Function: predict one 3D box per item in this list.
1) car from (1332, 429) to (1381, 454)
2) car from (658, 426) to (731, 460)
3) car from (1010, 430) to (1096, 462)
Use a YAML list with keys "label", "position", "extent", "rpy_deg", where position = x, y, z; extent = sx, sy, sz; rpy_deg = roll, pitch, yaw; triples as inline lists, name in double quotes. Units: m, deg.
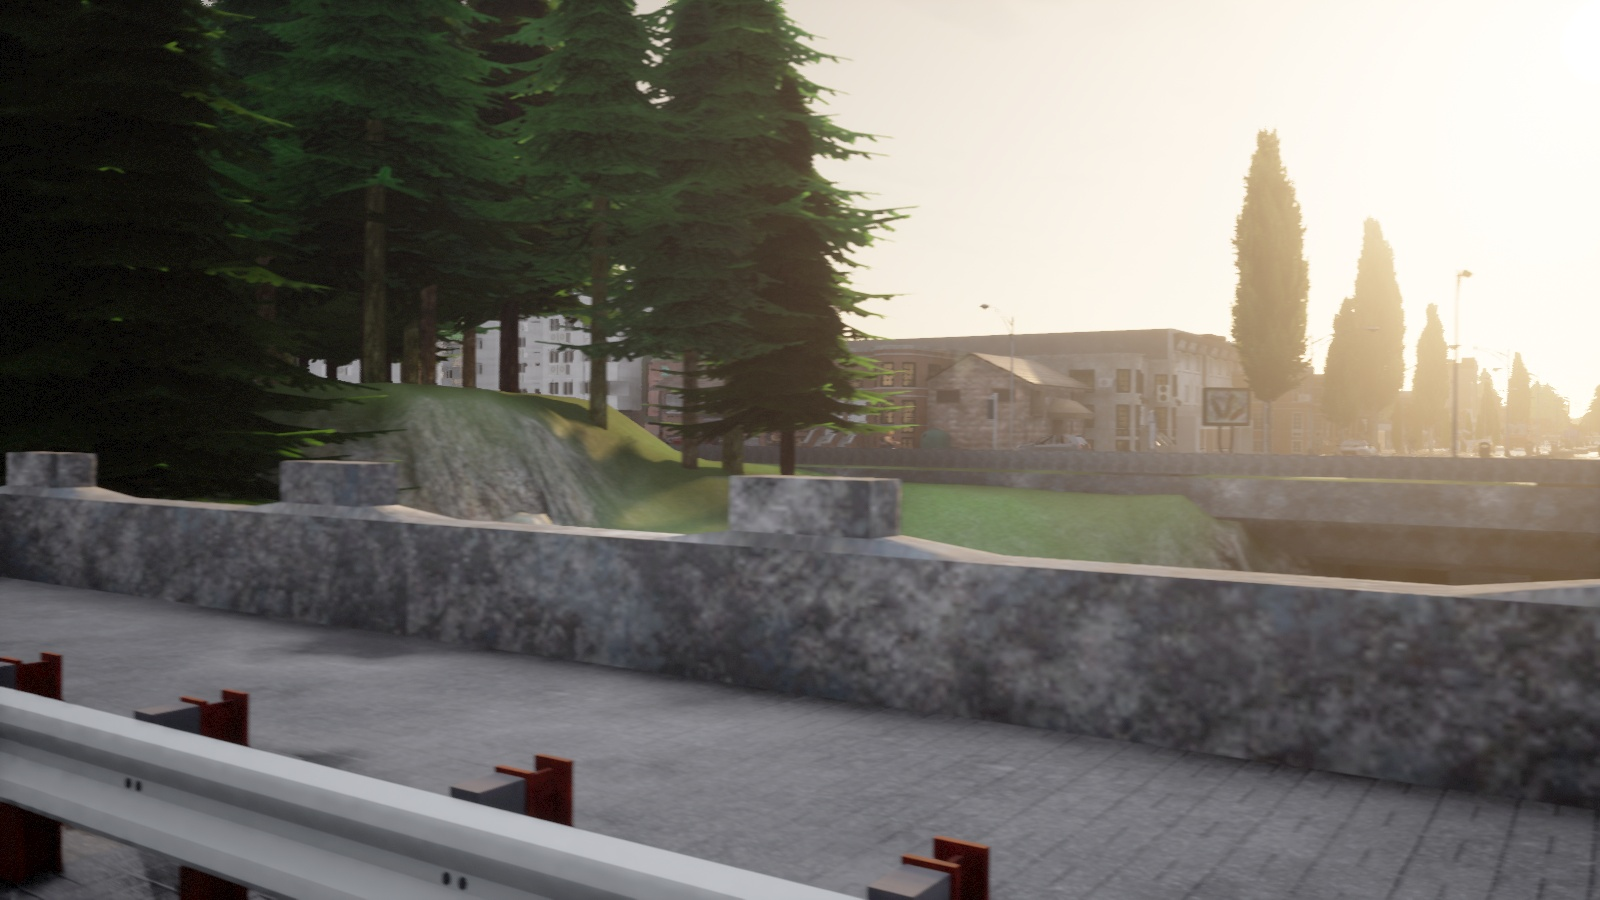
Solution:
- label: "car"
  position: [32.237, -0.488, 72.685]
  extent: [1.994, 1.385, 4.181]
  rpy_deg: [0, 1, 33]
- label: "car"
  position: [-6.117, -0.405, 72.574]
  extent: [3.866, 1.878, 1.905]
  rpy_deg: [0, 1, 34]
- label: "car"
  position: [12.163, -0.188, 60.425]
  extent: [3.633, 1.501, 1.845]
  rpy_deg: [0, 1, 31]
